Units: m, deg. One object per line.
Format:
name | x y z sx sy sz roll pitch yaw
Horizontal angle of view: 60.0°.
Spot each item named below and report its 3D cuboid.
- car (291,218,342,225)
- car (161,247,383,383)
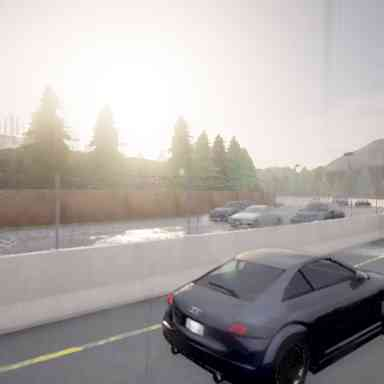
car | 7.998 1.457 20.902 2.097 1.767 4.553 0 0 42
car | 1.611 1.591 5.230 4.181 1.385 1.994 0 0 -38
